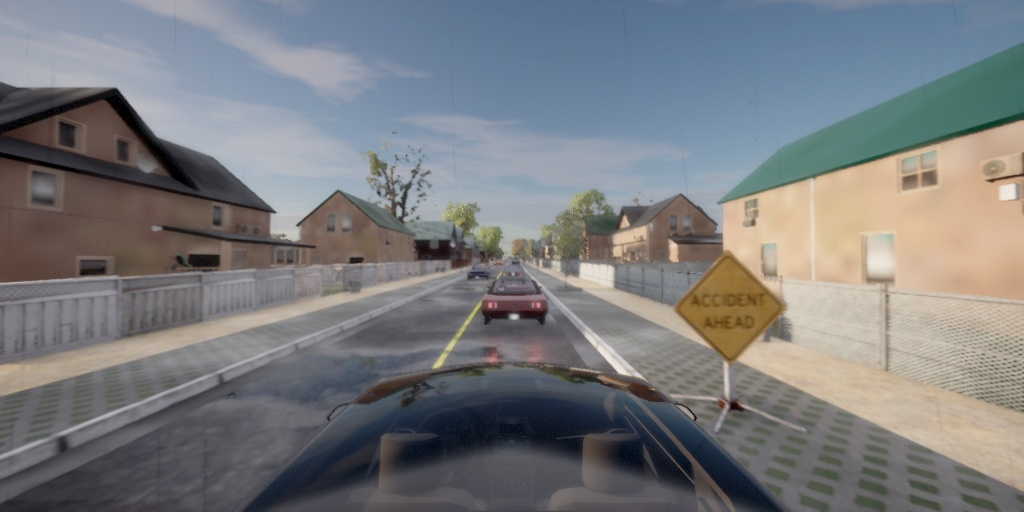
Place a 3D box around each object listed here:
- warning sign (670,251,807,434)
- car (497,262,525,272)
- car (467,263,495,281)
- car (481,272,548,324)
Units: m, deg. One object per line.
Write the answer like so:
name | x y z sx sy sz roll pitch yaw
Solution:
warning sign | 2.518 0.876 4.136 1.300 1.860 1.060 0 0 0
car | 0.104 1.401 28.819 2.033 1.411 5.357 0 0 0
car | -2.837 1.465 31.770 1.895 1.301 4.718 0 0 0
car | 0.090 1.393 12.103 1.895 1.301 4.718 0 0 1
